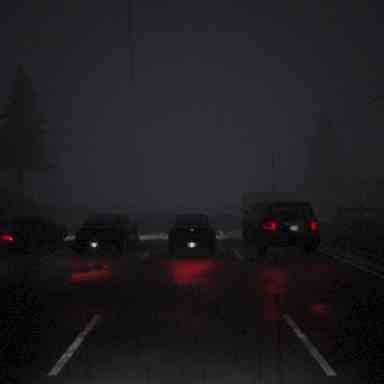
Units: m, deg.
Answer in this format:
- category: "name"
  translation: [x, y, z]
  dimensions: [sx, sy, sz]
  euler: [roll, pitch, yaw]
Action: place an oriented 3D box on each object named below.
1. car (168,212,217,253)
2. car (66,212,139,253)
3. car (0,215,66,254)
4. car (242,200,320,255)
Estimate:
- category: "car"
  translation: [0.005, 1.643, 14.322]
  dimensions: [1.837, 1.490, 4.892]
  euler: [0, 0, 0]
- category: "car"
  translation: [-3.495, 1.643, 14.332]
  dimensions: [1.837, 1.490, 4.892]
  euler: [0, 0, 0]
- category: "car"
  translation: [-6.998, 1.680, 14.006]
  dimensions: [2.033, 1.411, 5.357]
  euler: [0, -1, 0]
- category: "car"
  translation: [3.502, 1.349, 14.039]
  dimensions: [2.150, 2.045, 5.566]
  euler: [0, 0, 0]
